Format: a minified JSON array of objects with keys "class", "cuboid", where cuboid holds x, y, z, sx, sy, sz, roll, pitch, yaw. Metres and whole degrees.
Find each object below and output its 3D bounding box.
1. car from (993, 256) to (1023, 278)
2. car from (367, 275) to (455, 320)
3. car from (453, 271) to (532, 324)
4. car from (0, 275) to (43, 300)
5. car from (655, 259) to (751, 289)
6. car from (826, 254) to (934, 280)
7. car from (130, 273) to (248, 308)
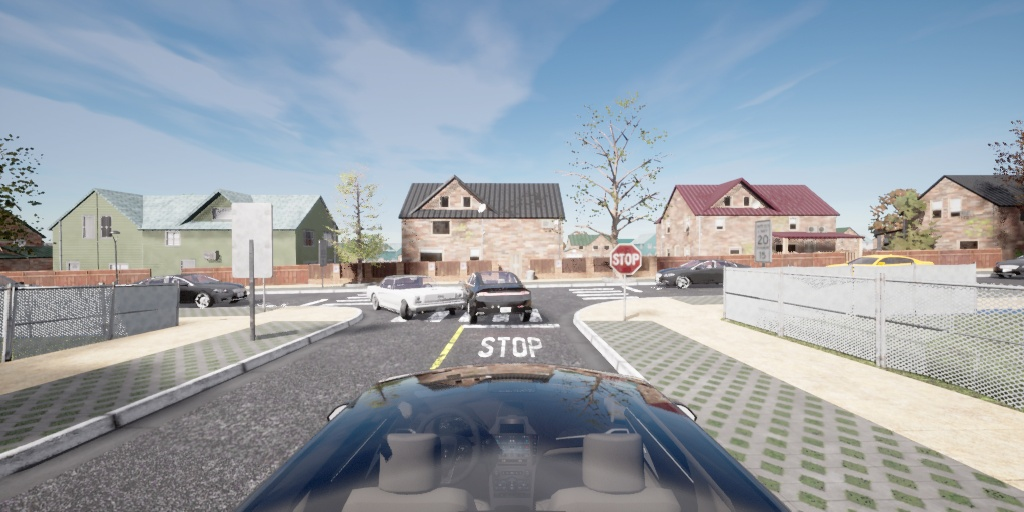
[{"class":"car","cuboid":[29.397,0.477,19.514,4.902,1.511,2.128,-1,1,0]},{"class":"car","cuboid":[-3.595,1.367,12.913,1.895,1.301,4.718,0,0,-38]},{"class":"car","cuboid":[-0.678,1.242,12.052,2.128,1.511,4.902,0,0,-12]},{"class":"car","cuboid":[-24.230,1.648,16.382,4.553,1.767,2.097,-1,1,0]},{"class":"car","cuboid":[10.342,0.925,19.453,4.902,1.511,2.128,-1,1,0]},{"class":"car","cuboid":[19.773,0.690,19.483,5.008,1.535,1.882,-1,1,0]},{"class":"car","cuboid":[-14.892,1.566,16.416,4.902,1.511,2.128,-1,1,0]}]
